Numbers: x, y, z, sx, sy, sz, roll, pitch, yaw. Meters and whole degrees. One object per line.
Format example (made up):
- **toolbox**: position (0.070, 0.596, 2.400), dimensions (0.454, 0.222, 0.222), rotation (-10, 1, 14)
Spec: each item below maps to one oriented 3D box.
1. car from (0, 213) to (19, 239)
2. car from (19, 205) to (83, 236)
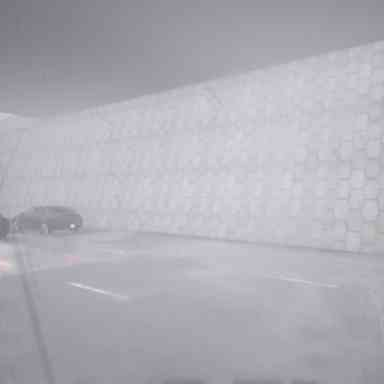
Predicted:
- **car**: position (-10.537, 1.466, 15.820), dimensions (4.892, 1.490, 1.837), rotation (0, 0, 36)
- **car**: position (-8.042, 1.467, 18.339), dimensions (4.892, 1.490, 1.837), rotation (0, 0, 36)
